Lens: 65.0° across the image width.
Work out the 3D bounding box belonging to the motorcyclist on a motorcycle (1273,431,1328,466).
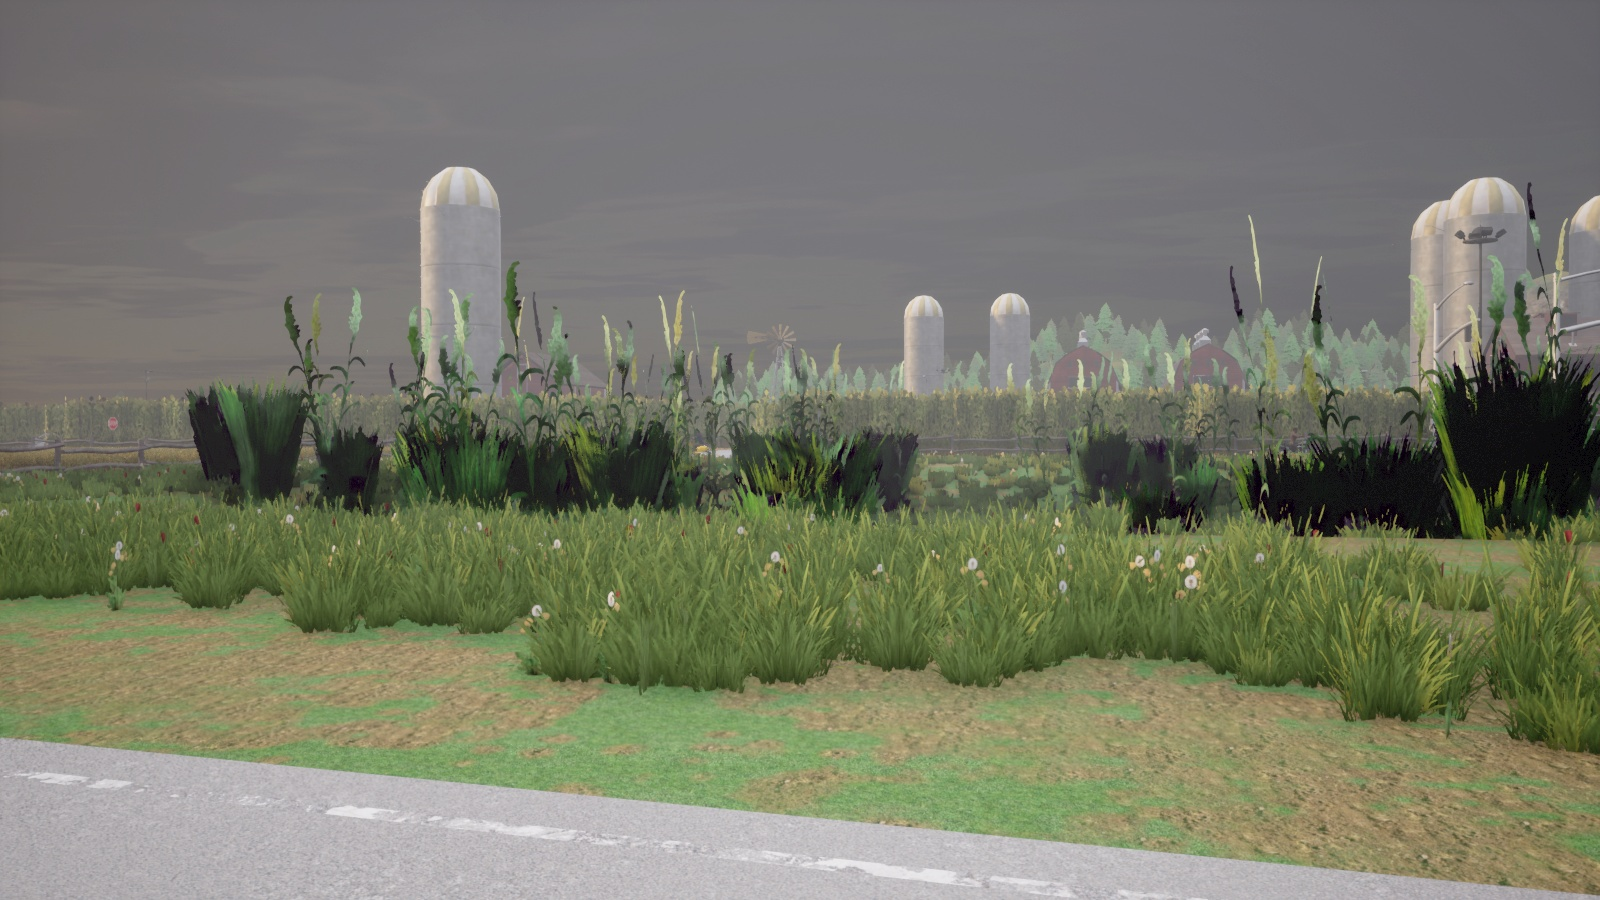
[{"bbox_3d":[23.929,-0.095,60.097,2.350,1.649,0.766,1,1,13],"label":"motorcyclist on a motorcycle"}]

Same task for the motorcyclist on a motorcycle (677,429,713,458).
[{"bbox_3d":[-5.861,-0.363,70.042,1.817,1.590,0.866,0,1,13],"label":"motorcyclist on a motorcycle"}]
